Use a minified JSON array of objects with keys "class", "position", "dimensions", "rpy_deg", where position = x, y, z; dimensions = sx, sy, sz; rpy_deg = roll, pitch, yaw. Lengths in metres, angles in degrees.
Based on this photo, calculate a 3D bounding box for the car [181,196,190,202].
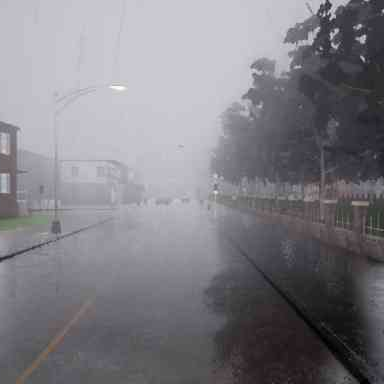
[{"class":"car","position":[-1.438,1.677,74.223],"dimensions":[1.882,1.535,5.008],"rpy_deg":[0,0,-1]}]

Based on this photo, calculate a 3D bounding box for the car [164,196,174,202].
[{"class":"car","position":[-5.601,1.739,81.828],"dimensions":[2.128,1.511,4.902],"rpy_deg":[0,0,-1]}]

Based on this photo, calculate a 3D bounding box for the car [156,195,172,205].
[{"class":"car","position":[-5.207,1.352,58.696],"dimensions":[2.097,1.767,4.553],"rpy_deg":[0,0,-1]}]
